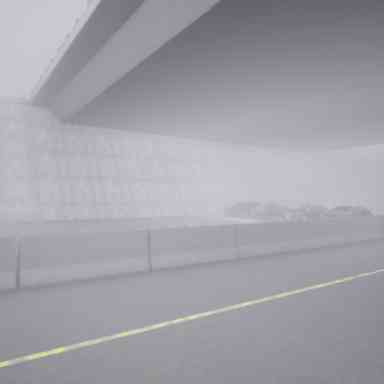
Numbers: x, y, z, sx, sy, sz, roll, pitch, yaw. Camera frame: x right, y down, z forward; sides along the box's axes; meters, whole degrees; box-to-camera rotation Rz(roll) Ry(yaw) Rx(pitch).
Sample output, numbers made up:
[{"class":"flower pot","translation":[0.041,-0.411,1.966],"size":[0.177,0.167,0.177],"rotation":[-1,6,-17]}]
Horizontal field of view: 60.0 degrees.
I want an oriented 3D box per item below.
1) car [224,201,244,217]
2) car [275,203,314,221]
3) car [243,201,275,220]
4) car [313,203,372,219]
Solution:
[{"class":"car","translation":[5.422,1.672,33.282],"size":[4.892,1.490,1.837],"rotation":[1,0,-35]},{"class":"car","translation":[9.568,1.687,27.639],"size":[4.902,1.511,2.128],"rotation":[1,0,-35]},{"class":"car","translation":[7.238,1.703,30.273],"size":[4.674,1.442,1.812],"rotation":[1,0,-35]},{"class":"car","translation":[11.490,1.713,24.714],"size":[4.892,1.490,1.837],"rotation":[1,0,-35]}]
